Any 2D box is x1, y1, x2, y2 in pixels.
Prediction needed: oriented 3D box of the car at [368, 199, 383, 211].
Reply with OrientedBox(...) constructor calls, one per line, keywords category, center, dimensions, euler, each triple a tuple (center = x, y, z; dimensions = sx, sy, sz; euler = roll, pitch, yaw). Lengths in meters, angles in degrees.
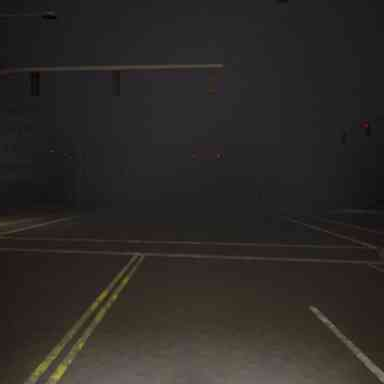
OrientedBox(category="car", center=(20.038, 1.058, 32.818), dimensions=(5.008, 1.535, 1.882), euler=(-1, 0, 1))
